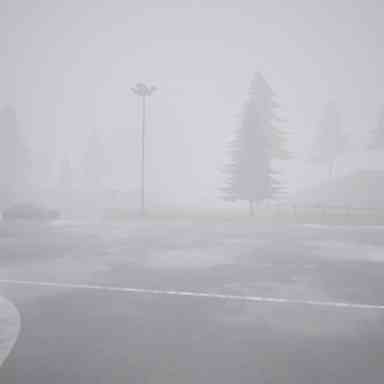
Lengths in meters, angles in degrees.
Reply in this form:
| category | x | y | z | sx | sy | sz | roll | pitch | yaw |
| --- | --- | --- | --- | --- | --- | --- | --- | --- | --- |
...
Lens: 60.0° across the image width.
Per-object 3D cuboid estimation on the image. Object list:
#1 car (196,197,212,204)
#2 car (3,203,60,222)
| category | x | y | z | sx | sy | sz | roll | pitch | yaw |
| --- | --- | --- | --- | --- | --- | --- | --- | --- | --- |
| car | 2.662 | 1.727 | 69.137 | 2.128 | 1.511 | 4.902 | 0 | 0 | -34 |
| car | -12.539 | 1.565 | 26.064 | 4.181 | 1.385 | 1.994 | 0 | 0 | 12 |
